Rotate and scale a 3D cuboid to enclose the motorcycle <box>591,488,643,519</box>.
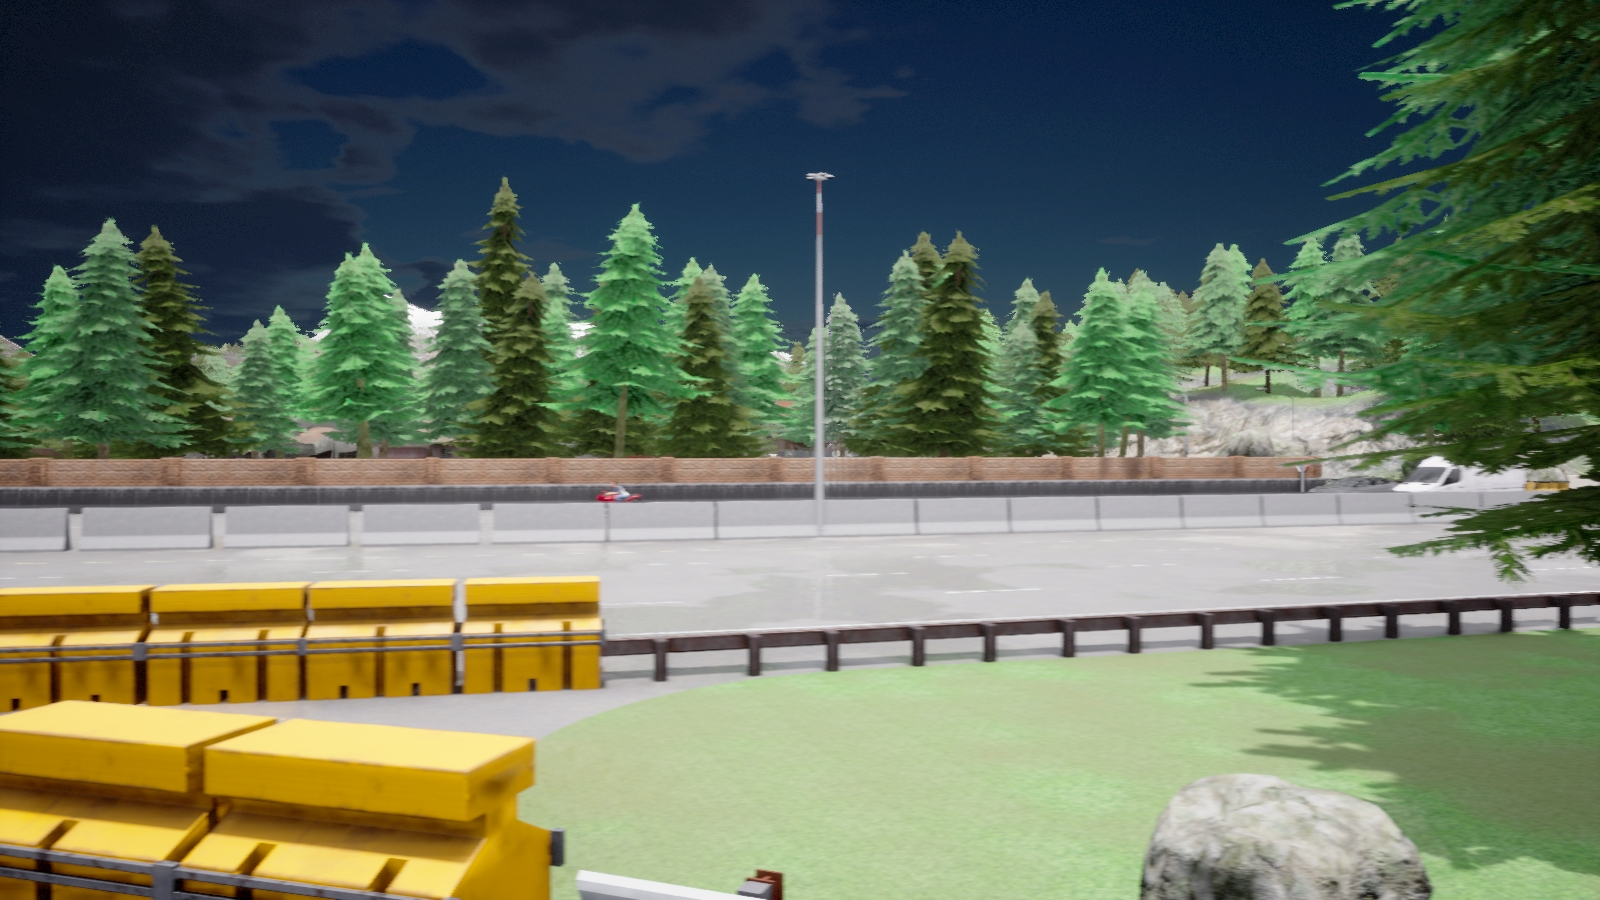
[{"bbox_3d":[-7.499,2.171,46.847,2.033,1.217,0.803,0,-1,-15],"label":"motorcycle"}]

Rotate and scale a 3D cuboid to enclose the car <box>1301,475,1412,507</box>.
[{"bbox_3d":[27.931,2.055,57.379,4.792,1.488,2.163,0,0,-17],"label":"car"}]
